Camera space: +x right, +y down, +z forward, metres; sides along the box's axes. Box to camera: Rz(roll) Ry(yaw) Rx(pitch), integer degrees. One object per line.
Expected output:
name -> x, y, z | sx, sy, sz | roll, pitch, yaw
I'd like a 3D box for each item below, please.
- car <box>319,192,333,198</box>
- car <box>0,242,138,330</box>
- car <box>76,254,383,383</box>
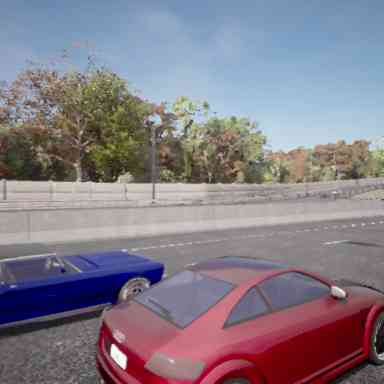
car -> 31.950, 0.674, 80.165 | 1.837, 1.490, 4.892 | 0, 1, 32
car -> -2.791, 1.601, 6.059 | 4.718, 1.301, 1.895 | 0, 0, -35
car -> 0.918, 1.564, 4.404 | 4.181, 1.385, 1.994 | 0, 0, -35
